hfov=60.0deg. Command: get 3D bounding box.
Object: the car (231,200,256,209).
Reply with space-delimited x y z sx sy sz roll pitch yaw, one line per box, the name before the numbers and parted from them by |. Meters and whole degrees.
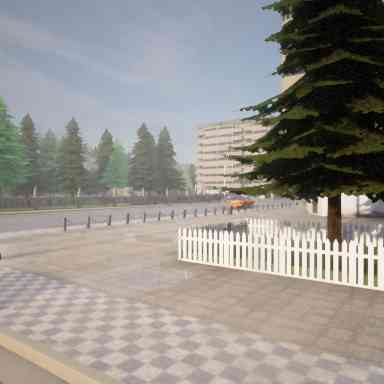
car | 6.887 1.351 44.931 2.097 1.767 4.553 0 0 35
